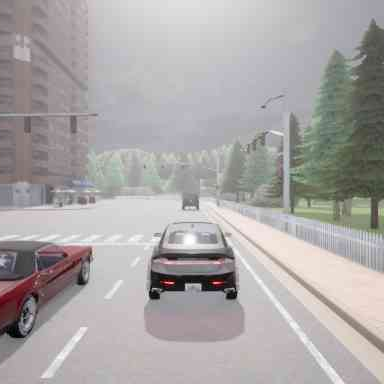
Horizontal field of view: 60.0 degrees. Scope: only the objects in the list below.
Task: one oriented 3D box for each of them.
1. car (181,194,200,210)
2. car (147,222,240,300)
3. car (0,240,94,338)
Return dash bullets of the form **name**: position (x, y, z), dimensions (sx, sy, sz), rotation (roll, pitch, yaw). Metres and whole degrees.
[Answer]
- **car**: position (-0.186, 1.221, 43.631), dimensions (2.150, 2.045, 5.566), rotation (0, 0, -1)
- **car**: position (0.022, 1.492, 8.378), dimensions (2.128, 1.511, 4.902), rotation (0, 0, 0)
- **car**: position (-3.451, 1.601, 6.529), dimensions (1.895, 1.301, 4.718), rotation (0, 0, 0)
